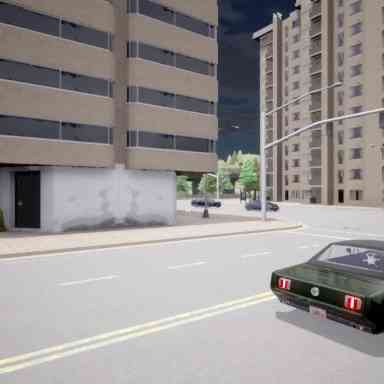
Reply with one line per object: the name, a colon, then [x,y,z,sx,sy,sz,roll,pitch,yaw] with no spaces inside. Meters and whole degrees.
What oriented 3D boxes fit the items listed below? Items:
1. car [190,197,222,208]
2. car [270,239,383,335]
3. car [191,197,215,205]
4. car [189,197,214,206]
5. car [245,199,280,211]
car: [2.138,1.601,47.211,1.895,1.301,4.718,0,0,-36]
car: [3.797,1.601,6.483,4.718,1.301,1.895,0,0,-35]
car: [1.859,1.601,59.889,1.895,1.301,4.718,0,0,-35]
car: [1.511,1.564,54.339,1.994,1.385,4.181,0,0,-36]
car: [8.141,1.564,38.904,1.994,1.385,4.181,0,0,-36]
